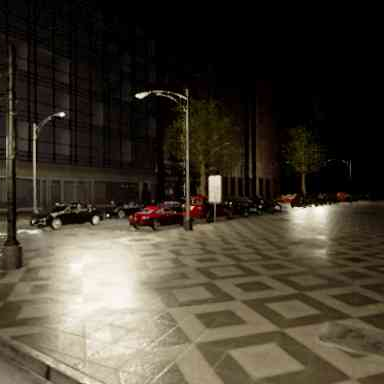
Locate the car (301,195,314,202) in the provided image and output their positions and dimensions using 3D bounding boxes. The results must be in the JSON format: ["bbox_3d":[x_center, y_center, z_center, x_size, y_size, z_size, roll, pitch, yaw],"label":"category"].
[{"bbox_3d":[26.291,1.456,75.656,1.802,1.307,4.206,-1,0,35],"label":"car"}]

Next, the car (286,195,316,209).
[{"bbox_3d":[14.085,1.394,42.960,1.887,1.381,4.507,0,0,35],"label":"car"}]

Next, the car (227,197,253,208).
[{"bbox_3d":[6.976,1.453,47.666,1.752,1.417,4.829,0,0,35],"label":"car"}]

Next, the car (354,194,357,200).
[{"bbox_3d":[33.398,1.322,70.946,1.752,1.417,4.829,-1,0,35],"label":"car"}]

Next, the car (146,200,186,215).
[{"bbox_3d":[-2.536,1.550,33.882,1.802,1.307,4.206,0,0,35],"label":"car"}]

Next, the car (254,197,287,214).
[{"bbox_3d":[7.681,1.441,33.678,1.947,1.339,4.313,0,0,35],"label":"car"}]

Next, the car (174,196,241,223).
[{"bbox_3d":[1.275,1.222,24.397,2.192,1.841,5.009,0,0,35],"label":"car"}]

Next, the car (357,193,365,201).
[{"bbox_3d":[39.707,1.379,80.087,1.802,1.307,4.206,-1,0,35],"label":"car"}]

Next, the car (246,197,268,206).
[{"bbox_3d":[10.276,1.482,52.449,1.947,1.339,4.313,0,0,35],"label":"car"}]

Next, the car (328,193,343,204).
[{"bbox_3d":[23.692,1.136,56.884,2.192,1.841,5.009,-1,0,35],"label":"car"}]

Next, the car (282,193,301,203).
[{"bbox_3d":[19.884,1.204,66.374,2.192,1.841,5.009,-1,0,35],"label":"car"}]

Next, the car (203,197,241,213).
[{"bbox_3d":[3.489,1.416,37.742,2.128,1.511,4.902,-1,0,35],"label":"car"}]

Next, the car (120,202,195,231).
[{"bbox_3d":[-1.926,1.508,19.755,1.802,1.307,4.206,0,0,35],"label":"car"}]

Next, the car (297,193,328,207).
[{"bbox_3d":[17.287,1.154,47.602,2.192,1.841,5.009,-1,0,35],"label":"car"}]

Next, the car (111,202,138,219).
[{"bbox_3d":[-5.738,1.550,29.241,1.947,1.339,4.313,0,0,35],"label":"car"}]

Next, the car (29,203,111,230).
[{"bbox_3d":[-7.868,1.490,21.307,1.837,1.490,4.892,-1,0,35],"label":"car"}]

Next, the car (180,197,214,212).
[{"bbox_3d":[0.666,1.392,38.524,1.967,1.590,4.097,0,0,35],"label":"car"}]

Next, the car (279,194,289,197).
[{"bbox_3d":[16.682,1.443,61.732,1.887,1.381,4.507,-1,0,35],"label":"car"}]

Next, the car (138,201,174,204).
[{"bbox_3d":[-2.246,1.554,29.457,1.895,1.301,4.718,-1,0,35],"label":"car"}]

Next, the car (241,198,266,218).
[{"bbox_3d":[4.479,1.456,29.037,1.947,1.339,4.313,0,0,35],"label":"car"}]

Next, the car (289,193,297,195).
[{"bbox_3d":[17.361,1.208,52.250,2.097,1.767,4.553,-1,0,35],"label":"car"}]

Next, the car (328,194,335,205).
[{"bbox_3d":[20.491,1.396,52.242,1.947,1.339,4.313,-1,0,35],"label":"car"}]

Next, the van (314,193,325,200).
[{"bbox_3d":[32.695,1.215,84.941,1.690,1.788,3.998,-1,0,35],"label":"van"}]

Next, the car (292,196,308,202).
[{"bbox_3d":[23.089,1.447,71.016,1.947,1.339,4.313,-1,0,35],"label":"car"}]

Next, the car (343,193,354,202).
[{"bbox_3d":[30.098,1.118,66.166,2.192,1.841,5.009,-1,0,35],"label":"car"}]

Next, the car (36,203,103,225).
[{"bbox_3d":[-8.942,1.569,24.598,1.947,1.339,4.313,0,0,35],"label":"car"}]
